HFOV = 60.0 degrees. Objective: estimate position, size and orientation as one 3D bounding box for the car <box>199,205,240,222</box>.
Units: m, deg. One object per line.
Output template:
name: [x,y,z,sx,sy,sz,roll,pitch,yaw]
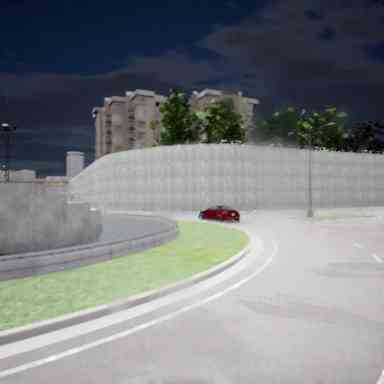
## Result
car: [2.374,1.879,29.510,1.994,1.385,4.181,0,-1,-32]
